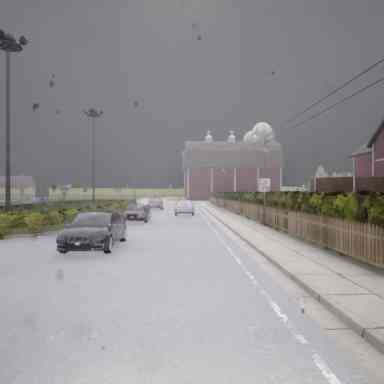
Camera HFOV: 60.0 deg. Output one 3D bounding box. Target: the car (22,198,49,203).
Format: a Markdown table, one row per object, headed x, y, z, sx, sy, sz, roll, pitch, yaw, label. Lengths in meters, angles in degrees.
| x | y | z | sx | sy | sz | roll | pitch | yaw | label |
| --- | --- | --- | --- | --- | --- | --- | --- | --- | --- |
| -21.453 | 1.547 | 46.384 | 2.033 | 1.411 | 5.357 | 0 | 0 | 17 | car |

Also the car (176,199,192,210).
| x | y | z | sx | sy | sz | roll | pitch | yaw | label |
| --- | --- | --- | --- | --- | --- | --- | --- | --- | --- |
| -1.024 | 1.601 | 43.017 | 1.895 | 1.301 | 4.718 | 0 | 0 | -1 | car |

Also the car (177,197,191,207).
| x | y | z | sx | sy | sz | roll | pitch | yaw | label |
| --- | --- | --- | --- | --- | --- | --- | --- | --- | --- |
| -1.218 | 1.492 | 50.877 | 2.128 | 1.511 | 4.902 | 0 | 0 | -1 | car |

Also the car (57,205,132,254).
| x | y | z | sx | sy | sz | roll | pitch | yaw | label |
| --- | --- | --- | --- | --- | --- | --- | --- | --- | --- |
| -3.897 | 1.505 | 13.619 | 1.837 | 1.490 | 4.892 | 0 | 0 | -1 | car |

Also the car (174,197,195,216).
| x | y | z | sx | sy | sz | roll | pitch | yaw | label |
| --- | --- | --- | --- | --- | --- | --- | --- | --- | --- |
| -0.722 | 1.526 | 32.796 | 1.812 | 1.442 | 4.674 | 0 | 0 | -1 | car |

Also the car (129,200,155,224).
| x | y | z | sx | sy | sz | roll | pitch | yaw | label |
| --- | --- | --- | --- | --- | --- | --- | --- | --- | --- |
| -4.170 | 1.563 | 24.881 | 1.994 | 1.385 | 4.181 | 0 | 0 | -1 | car |

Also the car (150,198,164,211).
| x | y | z | sx | sy | sz | roll | pitch | yaw | label |
| --- | --- | --- | --- | --- | --- | --- | --- | --- | --- |
| -4.470 | 1.443 | 40.791 | 1.812 | 1.442 | 4.674 | 0 | 0 | -1 | car |
